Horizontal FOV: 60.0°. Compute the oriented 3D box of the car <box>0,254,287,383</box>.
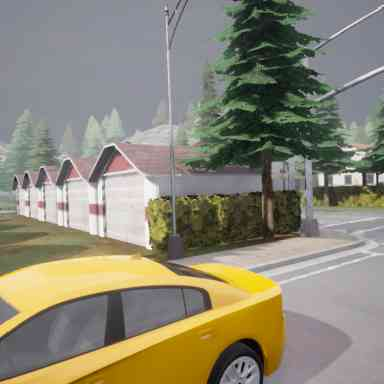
[{"bbox_3d":[-1.261,1.451,3.087,5.008,1.535,1.882,-2,1,-35],"label":"car"}]
